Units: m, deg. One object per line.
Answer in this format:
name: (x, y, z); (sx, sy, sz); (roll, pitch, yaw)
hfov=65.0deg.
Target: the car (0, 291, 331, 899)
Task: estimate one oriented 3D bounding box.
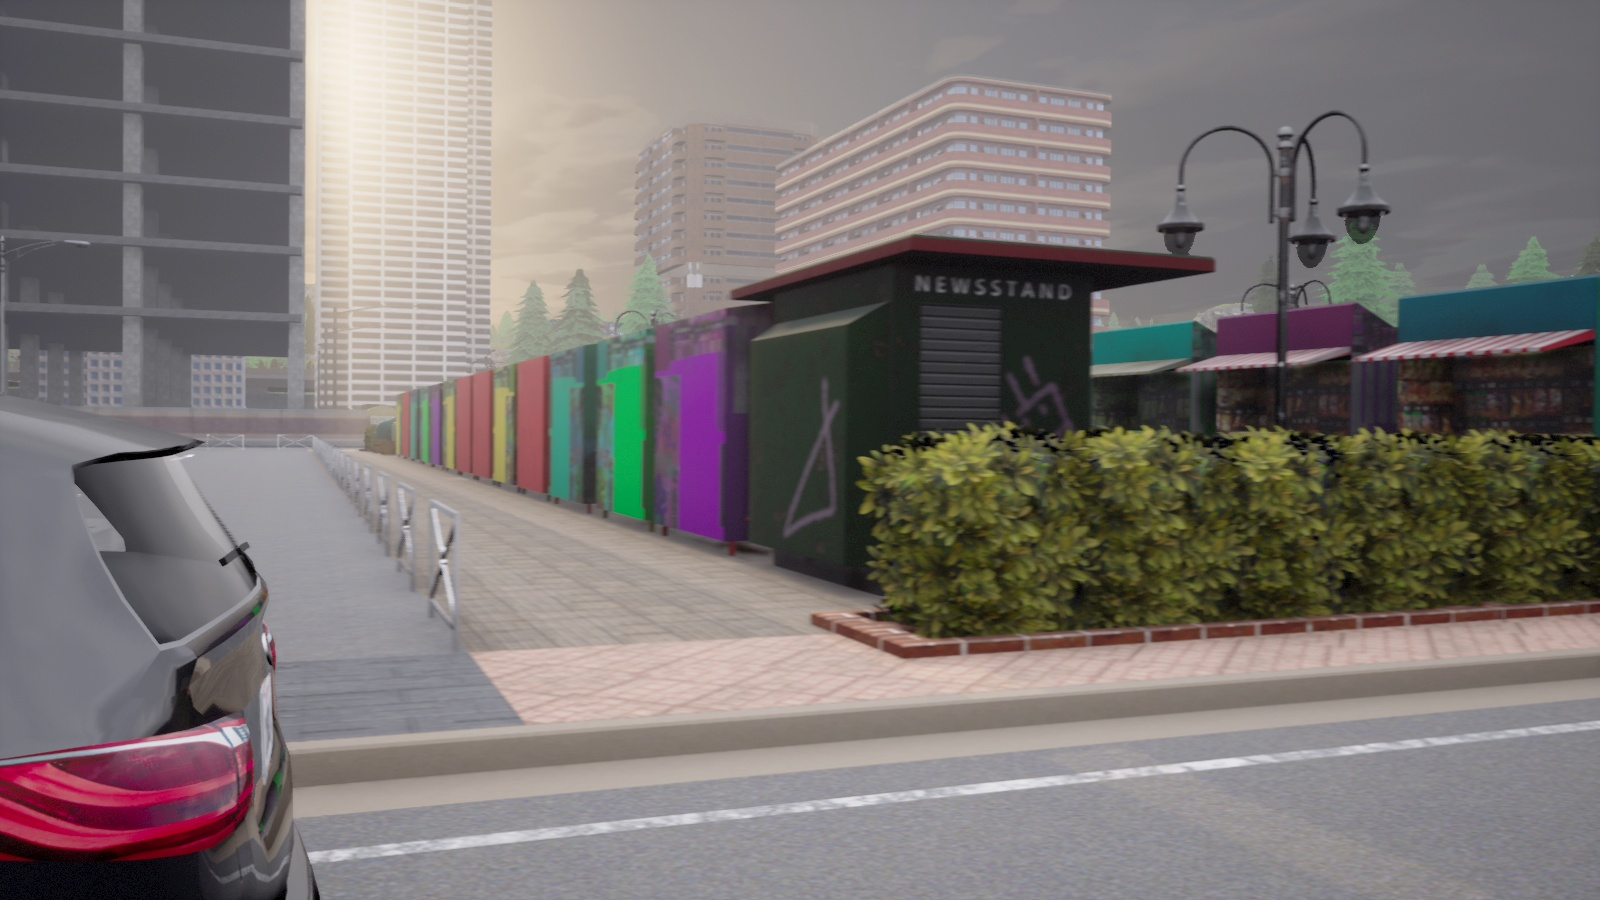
car: (-3.220, 0.644, 2.015); (4.611, 1.667, 2.242); (-1, 1, -21)
